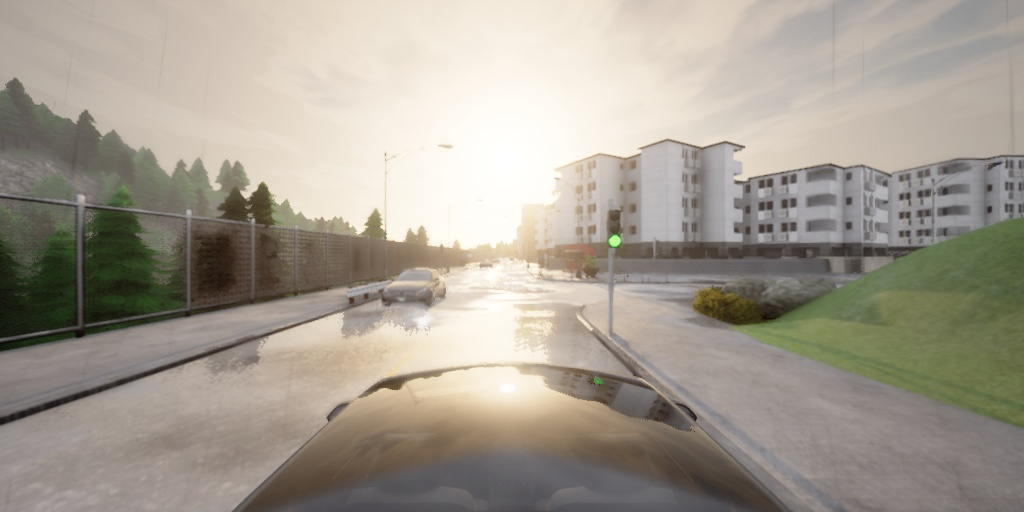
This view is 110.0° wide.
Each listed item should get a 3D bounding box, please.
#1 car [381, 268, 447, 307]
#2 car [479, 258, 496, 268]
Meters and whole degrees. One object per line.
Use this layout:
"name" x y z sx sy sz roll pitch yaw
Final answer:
"car" -3.980 1.263 15.245 1.812 1.442 4.674 0 1 0
"car" -4.006 1.198 55.381 1.994 1.385 4.181 0 1 0
